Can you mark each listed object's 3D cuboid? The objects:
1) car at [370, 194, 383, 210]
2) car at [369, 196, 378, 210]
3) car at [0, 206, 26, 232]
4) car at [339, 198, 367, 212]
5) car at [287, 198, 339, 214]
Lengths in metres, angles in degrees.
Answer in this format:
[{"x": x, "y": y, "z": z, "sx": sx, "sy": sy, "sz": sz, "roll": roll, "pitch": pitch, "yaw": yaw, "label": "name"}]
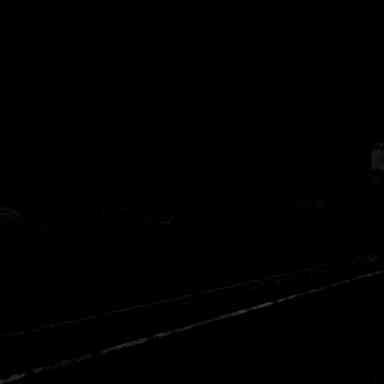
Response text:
[{"x": 23.834, "y": 1.370, "z": 43.462, "sx": 2.185, "sy": 1.767, "sz": 4.553, "roll": 1, "pitch": 0, "yaw": -36, "label": "car"}, {"x": 19.280, "y": 1.500, "z": 40.255, "sx": 2.002, "sy": 1.452, "sz": 4.674, "roll": 0, "pitch": 0, "yaw": -35, "label": "car"}, {"x": -10.725, "y": 1.491, "z": 18.880, "sx": 2.002, "sy": 1.452, "sz": 4.674, "roll": 0, "pitch": 0, "yaw": -35, "label": "car"}, {"x": 17.009, "y": 1.447, "z": 38.640, "sx": 2.097, "sy": 1.535, "sz": 5.008, "roll": 0, "pitch": 0, "yaw": -35, "label": "car"}, {"x": 12.480, "y": 1.431, "z": 35.401, "sx": 2.097, "sy": 1.535, "sz": 5.008, "roll": 0, "pitch": 0, "yaw": -35, "label": "car"}]
